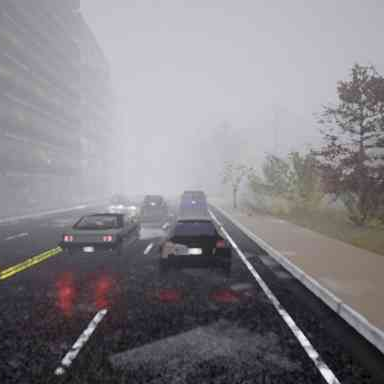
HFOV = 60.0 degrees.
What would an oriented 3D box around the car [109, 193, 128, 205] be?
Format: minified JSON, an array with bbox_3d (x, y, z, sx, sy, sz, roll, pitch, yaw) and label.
[{"bbox_3d":[-9.850,0.902,45.159,2.128,1.511,4.902,0,1,-1],"label":"car"}]

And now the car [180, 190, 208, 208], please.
[{"bbox_3d":[0.141,0.853,28.030,2.150,2.045,5.566,0,1,0],"label":"car"}]

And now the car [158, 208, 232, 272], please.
[{"bbox_3d":[0.093,1.426,10.289,1.994,1.385,4.181,0,1,0],"label":"car"}]

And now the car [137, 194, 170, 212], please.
[{"bbox_3d":[-3.110,0.974,28.720,2.097,1.767,4.553,0,1,0],"label":"car"}]

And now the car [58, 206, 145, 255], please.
[{"bbox_3d":[-3.144,1.434,12.395,1.895,1.301,4.718,0,1,0],"label":"car"}]

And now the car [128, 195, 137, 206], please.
[{"bbox_3d":[-6.577,1.042,42.786,1.895,1.301,4.718,0,1,0],"label":"car"}]
